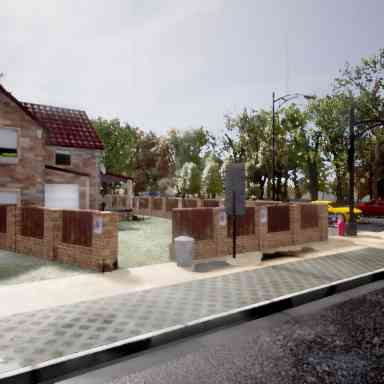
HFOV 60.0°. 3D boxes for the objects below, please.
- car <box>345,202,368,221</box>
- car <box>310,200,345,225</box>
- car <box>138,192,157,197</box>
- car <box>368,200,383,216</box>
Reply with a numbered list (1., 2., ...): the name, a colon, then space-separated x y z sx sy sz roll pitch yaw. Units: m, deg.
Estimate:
1. car: 10.301 1.434 25.445 1.882 1.535 5.008 0 0 -35
2. car: 7.810 1.478 23.337 1.812 1.442 4.674 0 0 -35
3. car: -8.625 1.015 63.580 2.150 2.045 5.566 0 0 -35
4. car: 16.077 1.448 28.888 1.882 1.535 5.008 0 0 -35
